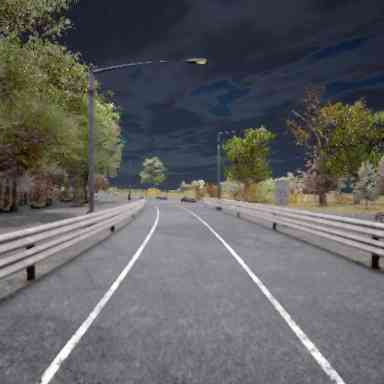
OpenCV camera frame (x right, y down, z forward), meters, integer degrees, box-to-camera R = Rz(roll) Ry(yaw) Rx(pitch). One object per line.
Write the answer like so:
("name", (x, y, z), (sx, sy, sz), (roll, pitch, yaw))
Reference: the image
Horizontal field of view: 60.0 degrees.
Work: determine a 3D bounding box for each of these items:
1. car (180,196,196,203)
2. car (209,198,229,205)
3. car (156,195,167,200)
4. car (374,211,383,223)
("car", (-0.874, 1.551, 69.567), (2.033, 1.411, 5.357), (0, 0, -21))
("car", (4.630, 1.626, 55.411), (2.033, 1.411, 5.357), (1, 1, -21))
("car", (-8.211, 1.447, 88.457), (2.033, 1.411, 5.357), (0, 0, -21))
("car", (16.265, 1.795, 25.447), (1.994, 1.385, 4.181), (0, 0, -21))
